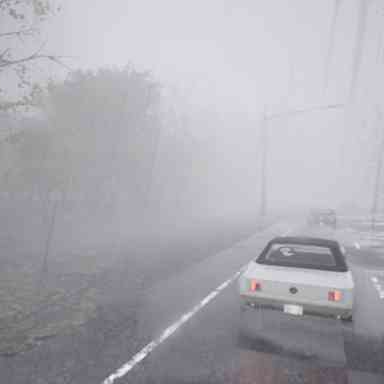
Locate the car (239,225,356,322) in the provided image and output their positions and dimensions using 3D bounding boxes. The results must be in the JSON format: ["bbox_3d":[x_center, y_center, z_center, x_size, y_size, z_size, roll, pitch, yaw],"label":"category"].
[{"bbox_3d":[2.531,1.669,7.529,1.895,1.301,4.718,1,0,23],"label":"car"}]

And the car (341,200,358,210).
[{"bbox_3d":[25.383,2.168,53.278,1.994,1.385,4.181,1,0,23],"label":"car"}]

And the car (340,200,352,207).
[{"bbox_3d":[31.090,2.344,67.231,1.895,1.301,4.718,1,0,23],"label":"car"}]

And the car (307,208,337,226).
[{"bbox_3d":[9.493,1.842,24.240,1.895,1.301,4.718,1,0,23],"label":"car"}]
